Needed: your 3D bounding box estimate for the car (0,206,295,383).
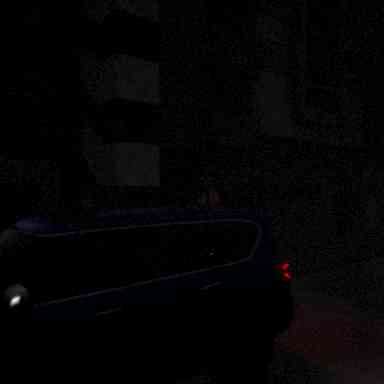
[{"bbox_3d":[-1.223,1.221,3.732,5.566,2.045,2.150,0,0,-35],"label":"car"}]
